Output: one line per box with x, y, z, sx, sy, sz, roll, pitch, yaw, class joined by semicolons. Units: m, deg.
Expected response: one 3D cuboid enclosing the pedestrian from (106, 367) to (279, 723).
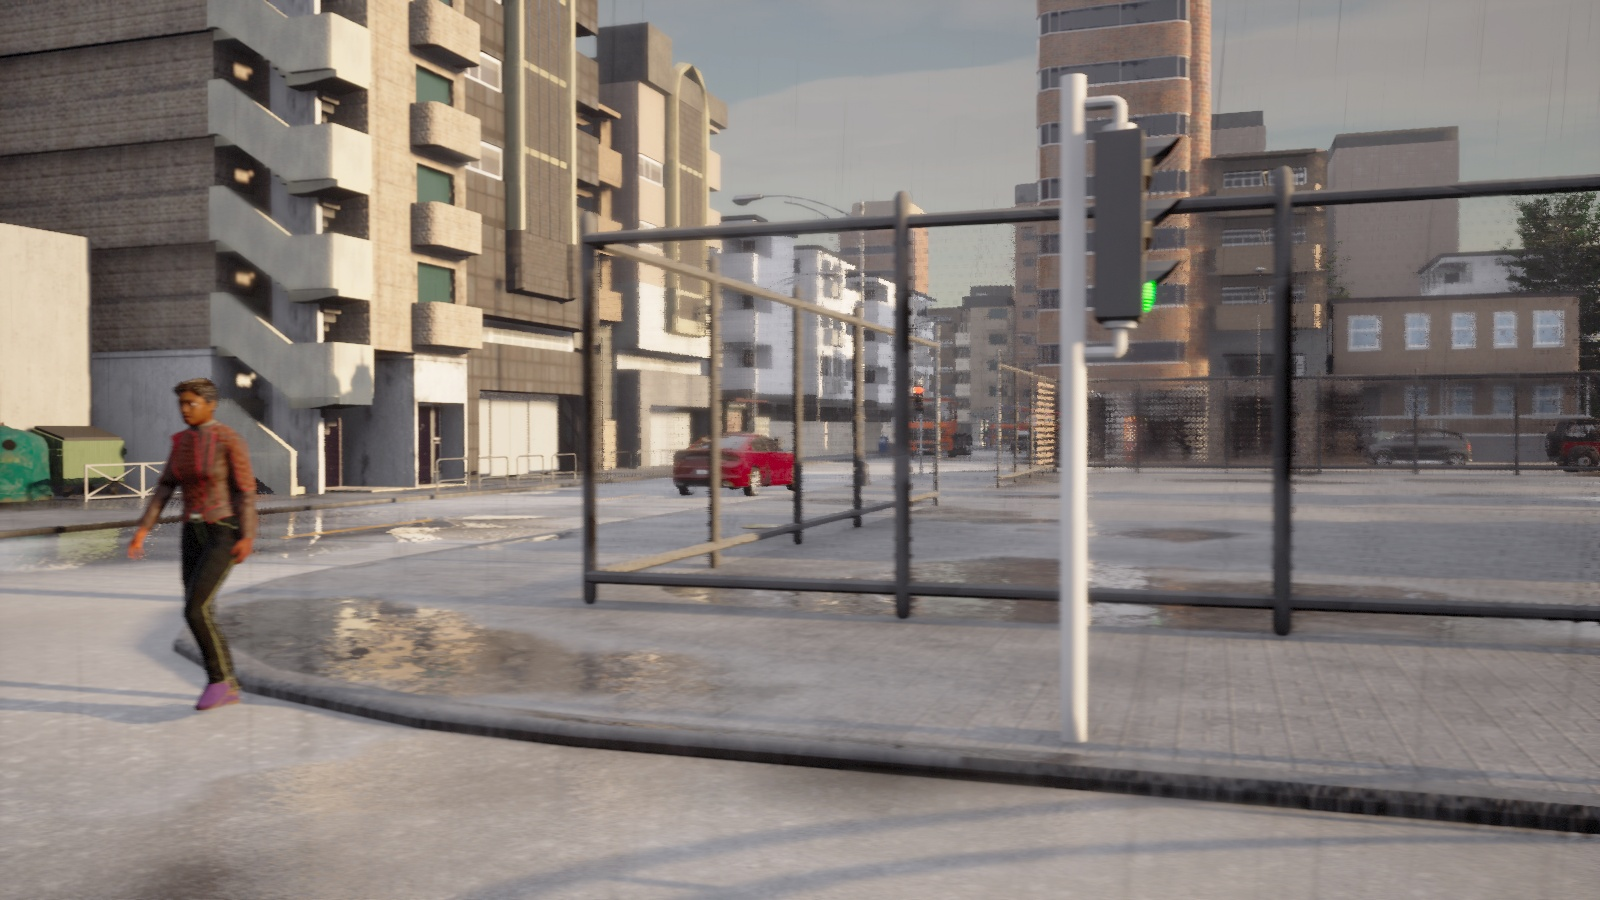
-3.278;0.477;6.832;0.328;1.805;0.869;1;1;18;pedestrian

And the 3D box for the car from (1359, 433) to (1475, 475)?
23.473;0.129;47.918;3.705;1.549;1.789;1;1;17;car

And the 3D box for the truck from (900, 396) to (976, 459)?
8.165;-1.296;73.408;2.891;3.462;7.936;1;1;18;truck

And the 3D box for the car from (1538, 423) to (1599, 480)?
27.367;0.049;42.422;3.866;1.878;1.905;1;1;19;car

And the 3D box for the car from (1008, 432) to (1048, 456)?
14.533;-0.390;79.931;1.837;1.490;4.892;1;1;18;car

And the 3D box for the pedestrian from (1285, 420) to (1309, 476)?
16.506;-0.067;41.715;0.706;1.836;0.354;1;1;22;pedestrian

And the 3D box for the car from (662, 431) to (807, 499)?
-1.513;0.301;31.193;1.882;1.535;5.008;1;1;19;car
